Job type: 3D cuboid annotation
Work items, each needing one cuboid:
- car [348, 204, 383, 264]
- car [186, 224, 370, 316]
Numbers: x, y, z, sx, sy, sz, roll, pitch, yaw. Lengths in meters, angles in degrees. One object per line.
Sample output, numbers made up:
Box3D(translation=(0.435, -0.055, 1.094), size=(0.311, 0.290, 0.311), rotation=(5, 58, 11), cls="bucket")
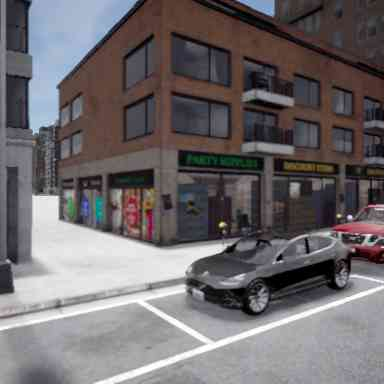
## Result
Box3D(translation=(6.519, 1.318, 10.839), size=(5.009, 1.841, 2.192), rotation=(0, 0, -36), cls="car")
Box3D(translation=(1.894, 1.568, 7.539), size=(4.313, 1.339, 1.947), rotation=(0, 0, -36), cls="car")
